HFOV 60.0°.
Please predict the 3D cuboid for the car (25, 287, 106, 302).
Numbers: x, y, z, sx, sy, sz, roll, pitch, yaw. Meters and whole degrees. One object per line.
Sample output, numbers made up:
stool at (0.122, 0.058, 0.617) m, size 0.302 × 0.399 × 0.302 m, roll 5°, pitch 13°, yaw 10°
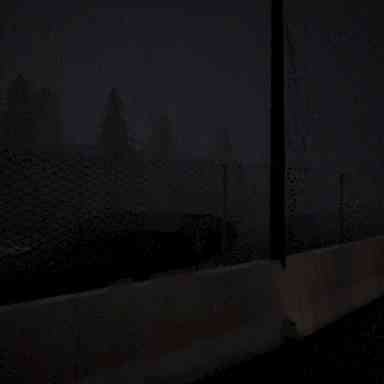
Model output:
car at (-2.171, 1.523, 6.970) m, size 4.892 × 1.490 × 1.837 m, roll 0°, pitch 0°, yaw -38°
